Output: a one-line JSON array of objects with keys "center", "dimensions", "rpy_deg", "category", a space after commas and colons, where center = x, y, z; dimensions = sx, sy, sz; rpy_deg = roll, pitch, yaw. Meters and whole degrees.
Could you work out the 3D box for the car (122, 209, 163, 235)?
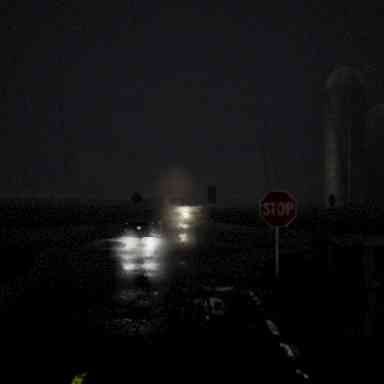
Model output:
[{"center": [-2.773, 1.704, 19.461], "dimensions": [1.994, 1.385, 4.181], "rpy_deg": [0, 0, 0], "category": "car"}]
